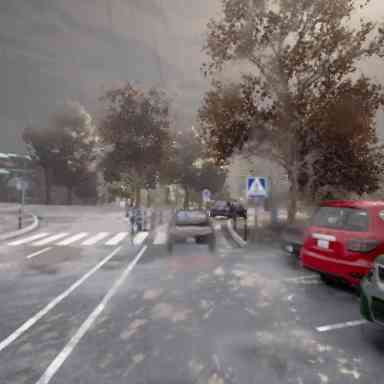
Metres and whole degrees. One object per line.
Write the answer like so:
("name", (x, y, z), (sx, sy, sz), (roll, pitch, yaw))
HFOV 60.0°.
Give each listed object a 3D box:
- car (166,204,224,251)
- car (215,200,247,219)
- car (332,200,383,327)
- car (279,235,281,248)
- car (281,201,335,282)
("car", (-0.067, 1.486, 14.028), (2.128, 1.511, 4.902), (0, 0, -1))
("car", (3.657, 1.601, 31.512), (2.097, 1.767, 4.553), (2, -1, 33))
("car", (5.287, 1.242, 5.067), (5.566, 2.045, 2.435), (1, 0, -21))
("car", (5.233, 1.491, 11.029), (4.892, 1.521, 2.231), (1, 0, -21))
("car", (5.307, 1.241, 8.069), (5.566, 2.045, 2.435), (1, 0, -21))
